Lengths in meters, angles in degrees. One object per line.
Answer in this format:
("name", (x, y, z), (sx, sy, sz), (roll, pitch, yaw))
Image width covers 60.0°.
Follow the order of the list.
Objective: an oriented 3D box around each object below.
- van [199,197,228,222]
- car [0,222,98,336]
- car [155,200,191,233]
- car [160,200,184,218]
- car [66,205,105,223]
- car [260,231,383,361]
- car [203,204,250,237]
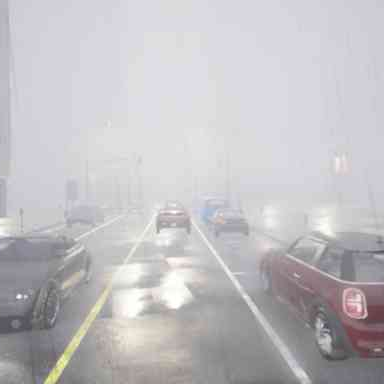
("van", (1.479, 1.229, 22.856), (1.690, 1.788, 3.998), (-1, 0, -4))
("car", (-3.356, 1.564, 6.671), (1.994, 1.385, 4.181), (0, 0, -4))
("car", (-1.055, 1.418, 18.936), (2.128, 1.511, 4.902), (0, 0, -3))
("car", (-1.793, 1.443, 30.086), (1.994, 1.385, 4.181), (0, 0, -3))
("car", (-7.026, 1.525, 22.317), (1.947, 1.339, 4.313), (-1, 0, -4))
("car", (2.553, 1.395, 5.944), (1.967, 1.590, 4.097), (-1, 0, -4))
("car", (1.840, 1.494, 17.220), (1.802, 1.307, 4.206), (-1, 0, -4))
